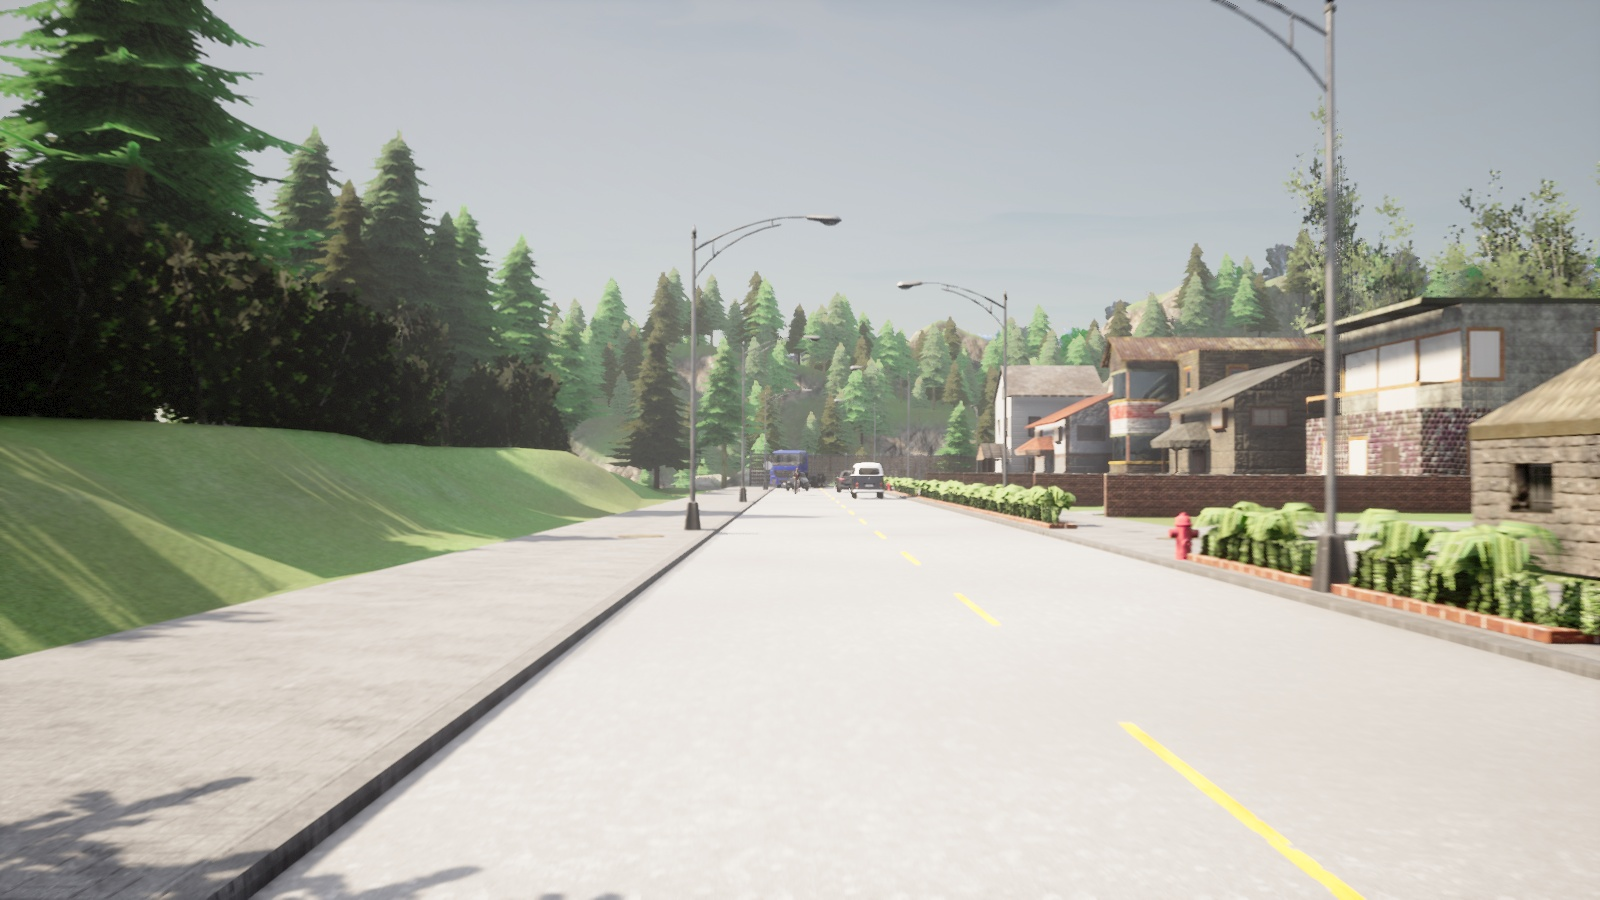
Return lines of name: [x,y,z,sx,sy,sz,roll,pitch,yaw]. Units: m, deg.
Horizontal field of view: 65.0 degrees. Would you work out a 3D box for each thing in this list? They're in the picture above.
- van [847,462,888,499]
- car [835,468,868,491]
van: [3.858,1.732,72.481,2.069,2.038,4.480,0,-1,0]
car: [3.827,2.199,93.250,2.242,1.667,4.611,0,-1,0]
